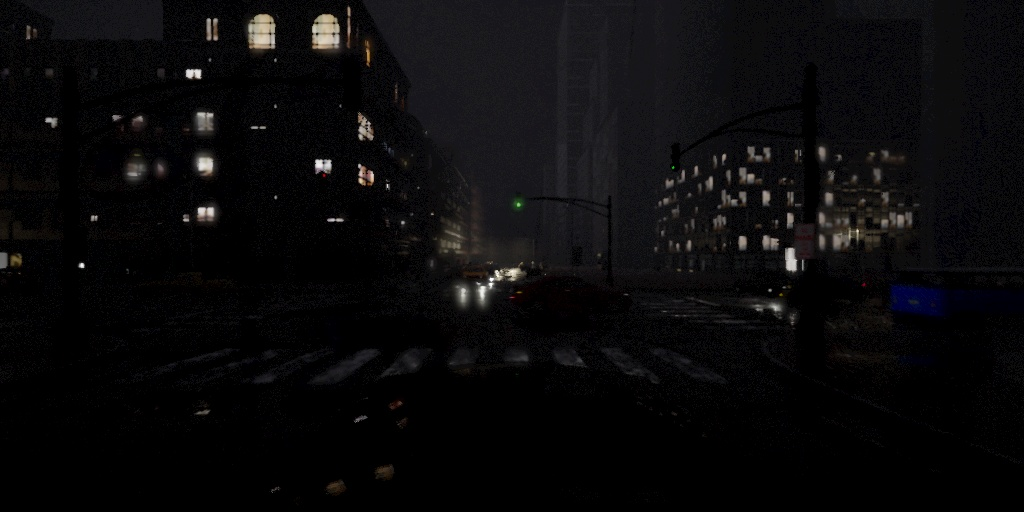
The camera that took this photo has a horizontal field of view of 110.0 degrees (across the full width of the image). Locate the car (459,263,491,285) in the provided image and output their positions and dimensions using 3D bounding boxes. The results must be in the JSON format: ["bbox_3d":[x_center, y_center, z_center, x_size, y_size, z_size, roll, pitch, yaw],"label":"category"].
[{"bbox_3d":[-3.135,1.614,31.305,1.882,1.535,5.008,0,0,0],"label":"car"}]

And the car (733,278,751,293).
[{"bbox_3d":[14.653,1.456,19.832,4.313,1.339,1.948,0,0,0],"label":"car"}]

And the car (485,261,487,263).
[{"bbox_3d":[-5.768,1.964,60.425,1.967,1.591,4.097,0,0,0],"label":"car"}]

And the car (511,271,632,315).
[{"bbox_3d":[2.280,1.454,14.102,4.674,1.442,1.812,0,0,0],"label":"car"}]

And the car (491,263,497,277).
[{"bbox_3d":[-3.152,1.905,44.057,1.895,1.301,4.718,0,-1,0],"label":"car"}]

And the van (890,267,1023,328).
[{"bbox_3d":[14.677,1.246,11.451,3.998,1.789,1.690,0,0,0],"label":"van"}]

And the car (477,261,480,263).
[{"bbox_3d":[-5.760,1.763,54.778,2.192,1.841,5.009,0,0,0],"label":"car"}]

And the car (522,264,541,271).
[{"bbox_3d":[2.602,1.843,43.549,1.888,1.381,4.507,0,0,0],"label":"car"}]

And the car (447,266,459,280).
[{"bbox_3d":[-5.737,1.768,37.832,1.888,1.381,4.507,0,0,0],"label":"car"}]

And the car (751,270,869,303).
[{"bbox_3d":[14.375,1.459,17.238,4.181,1.385,1.994,0,0,0],"label":"car"}]

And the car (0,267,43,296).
[{"bbox_3d":[-28.803,1.428,19.702,4.097,1.591,1.967,0,0,0],"label":"car"}]

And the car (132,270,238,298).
[{"bbox_3d":[-17.905,1.486,19.735,4.829,1.417,1.751,0,0,0],"label":"car"}]
